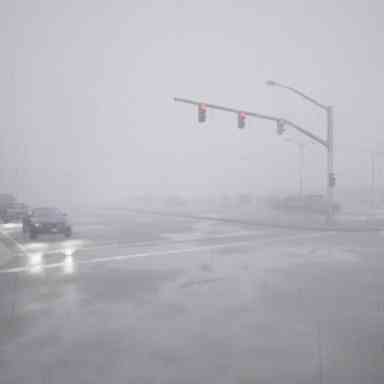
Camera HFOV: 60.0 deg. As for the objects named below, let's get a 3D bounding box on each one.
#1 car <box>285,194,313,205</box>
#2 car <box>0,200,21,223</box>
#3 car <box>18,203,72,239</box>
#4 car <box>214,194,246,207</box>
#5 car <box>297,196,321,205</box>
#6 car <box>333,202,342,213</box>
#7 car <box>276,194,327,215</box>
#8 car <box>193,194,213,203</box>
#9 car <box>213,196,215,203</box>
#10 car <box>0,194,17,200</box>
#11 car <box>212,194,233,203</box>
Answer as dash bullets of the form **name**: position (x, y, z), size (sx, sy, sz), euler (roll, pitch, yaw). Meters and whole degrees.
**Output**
- **car**: position (19.572, 1.332, 60.777), size (1.932, 1.855, 4.605), euler (0, 0, -35)
- **car**: position (-13.546, 1.580, 25.819), size (1.994, 1.385, 4.181), euler (0, 0, -35)
- **car**: position (-7.788, 1.541, 17.686), size (1.812, 1.442, 4.674), euler (0, 0, -34)
- **car**: position (5.776, 1.516, 51.019), size (1.970, 1.475, 3.806), euler (0, 0, -35)
- **car**: position (21.982, 1.553, 62.384), size (1.784, 1.438, 3.905), euler (0, 0, -35)
- **car**: position (13.570, 1.266, 35.155), size (1.905, 1.878, 3.866), euler (0, 0, -35)
- **car**: position (11.167, 1.253, 33.541), size (1.932, 1.855, 4.605), euler (0, 0, -35)
- **car**: position (1.848, 1.538, 66.700), size (1.970, 1.475, 3.806), euler (0, 0, -35)
- **car**: position (4.221, 1.516, 68.359), size (1.784, 1.438, 3.905), euler (0, 0, -35)
- **car**: position (-19.513, 1.239, 34.308), size (2.150, 2.045, 5.566), euler (0, 0, -34)
- **car**: position (6.392, 1.315, 69.938), size (1.932, 1.855, 4.605), euler (0, 0, -35)
